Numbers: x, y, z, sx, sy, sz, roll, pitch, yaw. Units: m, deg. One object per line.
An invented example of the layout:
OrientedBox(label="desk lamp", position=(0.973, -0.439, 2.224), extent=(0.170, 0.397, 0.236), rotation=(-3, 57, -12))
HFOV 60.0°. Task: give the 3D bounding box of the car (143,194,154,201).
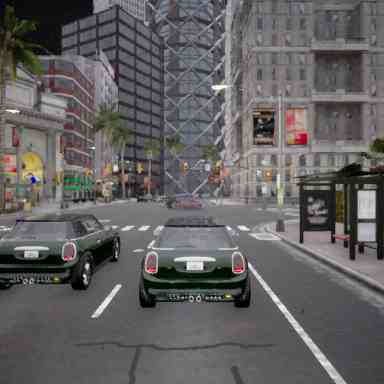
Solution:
OrientedBox(label="car", position=(-10.475, 1.355, 80.750), extent=(2.097, 1.767, 4.553), rotation=(0, 0, 0))

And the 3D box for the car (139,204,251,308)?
OrientedBox(label="car", position=(0.066, 1.352, 8.104), extent=(2.097, 1.767, 4.553), rotation=(0, 0, 0))

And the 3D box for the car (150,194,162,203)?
OrientedBox(label="car", position=(-6.981, 1.525, 70.499), extent=(2.128, 1.511, 4.902), rotation=(0, 0, 0))

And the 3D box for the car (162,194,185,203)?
OrientedBox(label="car", position=(-2.339, 1.547, 53.090), extent=(2.033, 1.411, 5.357), rotation=(0, 0, -30))

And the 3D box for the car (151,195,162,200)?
OrientedBox(label="car", position=(-9.632, 1.595, 90.920), extent=(1.895, 1.301, 4.718), rotation=(0, 0, 10))

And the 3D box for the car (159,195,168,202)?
OrientedBox(label="car", position=(-6.976, 1.524, 80.676), extent=(1.812, 1.442, 4.674), rotation=(0, 0, 0))

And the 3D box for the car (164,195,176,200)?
OrientedBox(label="car", position=(-6.011, 1.540, 91.213), extent=(2.033, 1.411, 5.357), rotation=(0, 0, 10))

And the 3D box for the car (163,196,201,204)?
OrientedBox(label="car", position=(-0.955, 1.564, 41.137), extent=(4.181, 1.385, 1.994), rotation=(0, 0, -26))

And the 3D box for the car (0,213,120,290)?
OrientedBox(label="car", position=(-3.427, 1.352, 9.247), extent=(2.097, 1.767, 4.553), rotation=(0, 0, 0))

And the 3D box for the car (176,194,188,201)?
OrientedBox(label="car", position=(-2.677, 1.355, 90.018), extent=(2.097, 1.767, 4.553), rotation=(0, 0, 13))

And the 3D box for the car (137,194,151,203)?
OrientedBox(label="car", position=(-10.481, 1.595, 70.455), extent=(1.895, 1.301, 4.718), rotation=(0, 0, 0))
